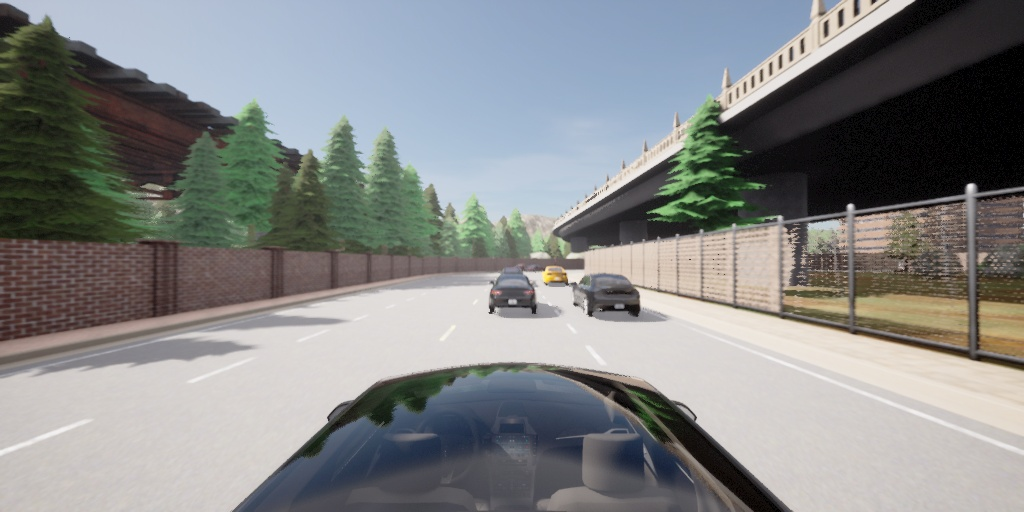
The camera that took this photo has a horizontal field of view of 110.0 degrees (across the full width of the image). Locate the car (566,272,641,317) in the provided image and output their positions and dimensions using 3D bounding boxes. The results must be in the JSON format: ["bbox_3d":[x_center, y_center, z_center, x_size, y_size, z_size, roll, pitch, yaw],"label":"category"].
[{"bbox_3d":[3.539,1.430,14.167,1.837,1.490,4.892,0,0,0],"label":"car"}]

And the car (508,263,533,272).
[{"bbox_3d":[1.605,2.098,63.973,1.882,1.535,5.008,-1,-1,38],"label":"car"}]

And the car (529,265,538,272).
[{"bbox_3d":[3.661,2.141,60.906,1.994,1.385,4.181,-1,-1,37],"label":"car"}]

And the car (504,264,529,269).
[{"bbox_3d":[0.028,1.625,29.133,2.128,1.511,4.902,0,-1,0],"label":"car"}]

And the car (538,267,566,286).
[{"bbox_3d":[3.535,1.627,30.328,1.882,1.535,5.008,0,0,0],"label":"car"}]

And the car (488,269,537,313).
[{"bbox_3d":[0.044,1.459,14.818,1.812,1.442,4.674,0,-1,0],"label":"car"}]
